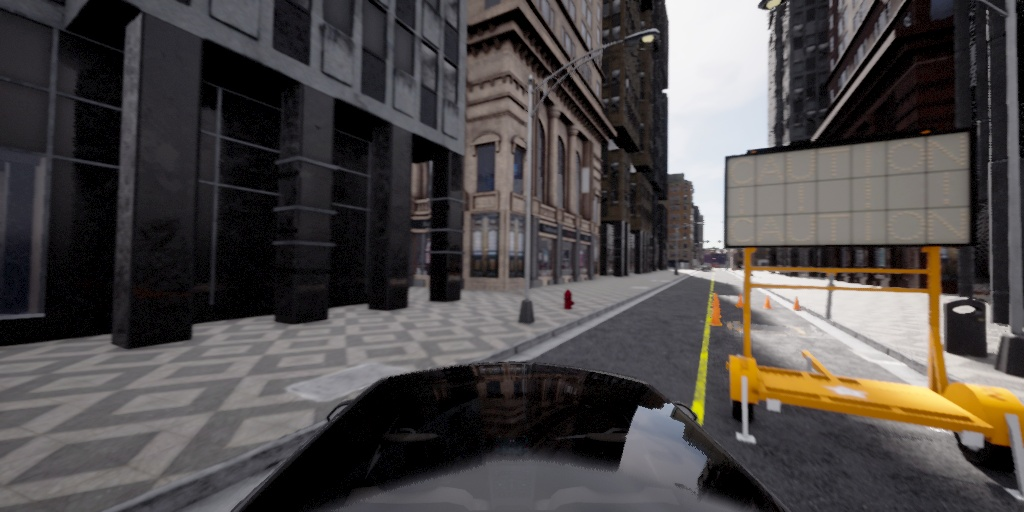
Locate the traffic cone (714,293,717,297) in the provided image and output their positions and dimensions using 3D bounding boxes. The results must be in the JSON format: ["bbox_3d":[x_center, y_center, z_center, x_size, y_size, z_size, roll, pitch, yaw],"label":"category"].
[{"bbox_3d":[8.459,1.959,14.925,0.340,0.580,0.340,0,0,29],"label":"traffic cone"}]

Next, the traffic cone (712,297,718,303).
[{"bbox_3d":[7.476,1.927,13.183,0.340,0.580,0.340,0,0,29],"label":"traffic cone"}]

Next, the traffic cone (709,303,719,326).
[{"bbox_3d":[6.493,1.895,11.442,0.340,0.580,0.340,0,0,29],"label":"traffic cone"}]

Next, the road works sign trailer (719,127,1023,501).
[{"bbox_3d":[4.161,0.295,4.719,2.380,3.560,2.880,0,0,29],"label":"road works sign trailer"}]
